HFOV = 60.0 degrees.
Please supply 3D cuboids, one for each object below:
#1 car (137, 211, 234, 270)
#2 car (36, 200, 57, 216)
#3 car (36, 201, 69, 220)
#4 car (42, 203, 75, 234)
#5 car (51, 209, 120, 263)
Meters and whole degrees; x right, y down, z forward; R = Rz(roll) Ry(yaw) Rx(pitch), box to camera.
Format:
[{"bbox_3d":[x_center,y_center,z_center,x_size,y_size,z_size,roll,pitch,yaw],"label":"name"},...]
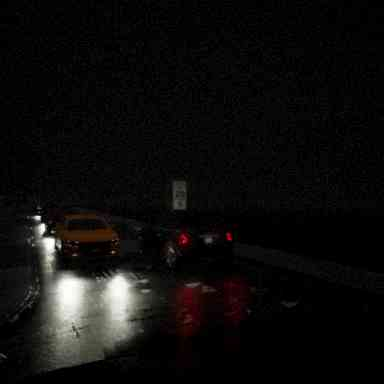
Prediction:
[{"bbox_3d":[-0.429,1.517,12.006,2.097,1.767,4.553,1,-1,-26],"label":"car"},{"bbox_3d":[-17.686,1.852,40.360,2.097,1.767,4.553,1,-1,-26],"label":"car"},{"bbox_3d":[-12.875,1.871,30.540,2.128,1.511,4.902,1,-1,-26],"label":"car"},{"bbox_3d":[-8.417,1.745,21.508,1.882,1.535,5.008,1,-1,-26],"label":"car"},{"bbox_3d":[-4.180,1.637,12.933,1.882,1.535,5.008,1,-1,-26],"label":"car"}]
